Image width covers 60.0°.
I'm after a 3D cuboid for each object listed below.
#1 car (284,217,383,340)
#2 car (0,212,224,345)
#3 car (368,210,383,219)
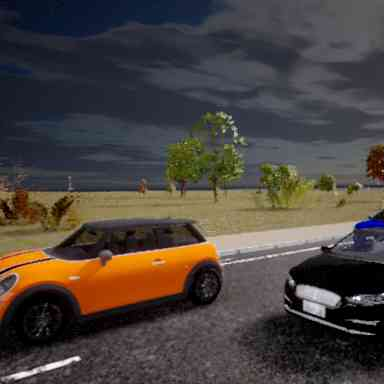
[{"bbox_3d":[3.821,1.466,6.384,4.902,1.511,2.128,0,0,-35],"label":"car"},{"bbox_3d":[-1.611,1.339,6.479,4.553,1.767,2.097,0,0,-35],"label":"car"},{"bbox_3d":[8.644,1.420,13.752,5.008,1.535,1.882,0,0,-35],"label":"car"}]
